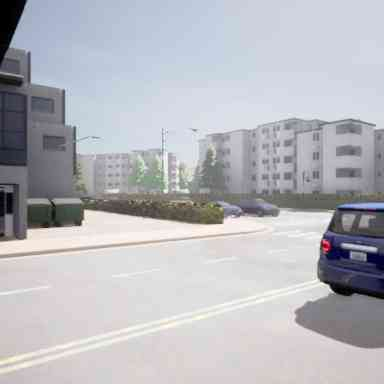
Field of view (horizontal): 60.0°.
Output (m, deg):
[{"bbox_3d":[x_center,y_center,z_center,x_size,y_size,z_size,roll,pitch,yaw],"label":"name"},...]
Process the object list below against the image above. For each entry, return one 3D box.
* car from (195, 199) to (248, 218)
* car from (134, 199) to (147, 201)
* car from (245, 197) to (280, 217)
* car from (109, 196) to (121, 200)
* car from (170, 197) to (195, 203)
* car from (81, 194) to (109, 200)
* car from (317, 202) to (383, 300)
[{"bbox_3d":[2.601,1.561,30.669,1.812,1.442,4.674,0,0,-36],"label":"car"},{"bbox_3d":[-6.714,1.599,43.607,1.994,1.385,4.181,0,0,-36],"label":"car"},{"bbox_3d":[6.131,1.394,31.759,2.097,1.767,4.553,0,0,-36],"label":"car"},{"bbox_3d":[-14.040,1.549,59.151,1.837,1.490,4.892,0,-1,-42],"label":"car"},{"bbox_3d":[-0.992,1.393,41.658,2.097,1.767,4.553,0,0,-36],"label":"car"},{"bbox_3d":[-17.155,1.310,57.437,5.566,2.045,2.150,0,0,45],"label":"car"},{"bbox_3d":[5.126,1.236,7.450,5.566,2.045,2.150,0,0,-36],"label":"car"}]
